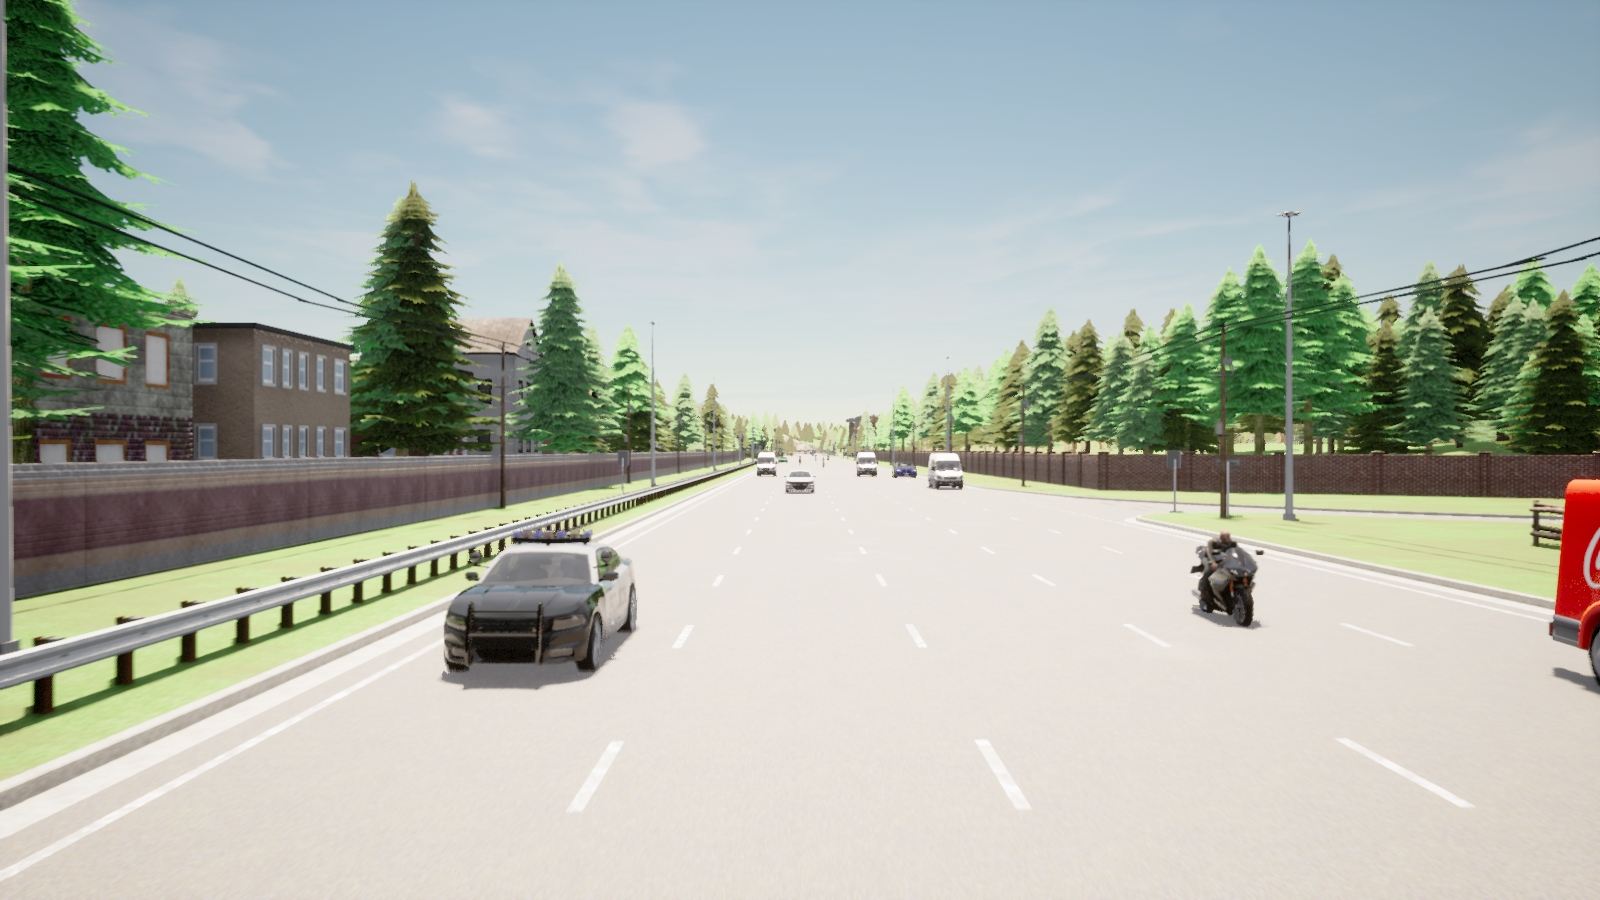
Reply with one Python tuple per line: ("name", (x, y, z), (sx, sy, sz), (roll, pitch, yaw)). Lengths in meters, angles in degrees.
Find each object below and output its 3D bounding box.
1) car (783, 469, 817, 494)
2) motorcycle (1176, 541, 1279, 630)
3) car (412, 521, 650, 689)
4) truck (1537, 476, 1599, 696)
("car", (-0.003, 2.034, 74.844), (2.097, 1.535, 5.006), (0, 0, 0))
("motorcycle", (7.029, 2.205, 18.925), (0.867, 1.251, 2.209), (0, -1, 0))
("car", (-3.501, 1.982, 16.007), (2.097, 1.638, 5.238), (0, 0, 0))
("truck", (10.227, 1.566, 11.593), (2.627, 2.467, 5.204), (0, 0, 7))
